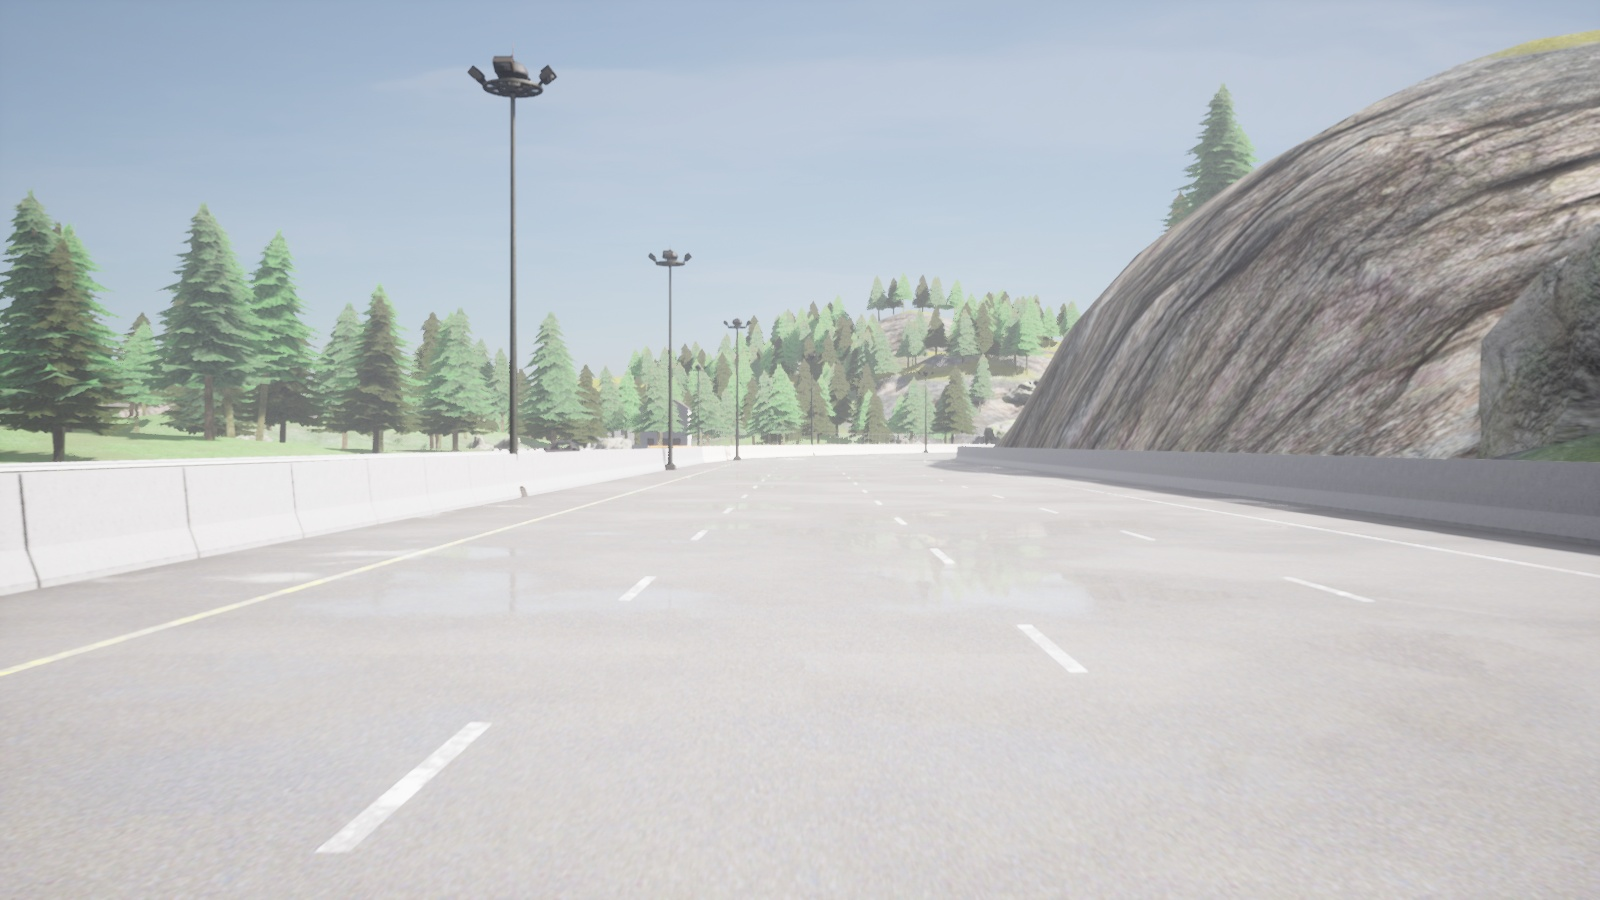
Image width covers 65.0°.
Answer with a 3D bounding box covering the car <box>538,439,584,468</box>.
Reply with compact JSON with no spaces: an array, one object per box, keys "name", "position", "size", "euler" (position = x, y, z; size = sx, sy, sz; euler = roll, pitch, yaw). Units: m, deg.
[{"name":"car","position":[-13.578,0.194,71.484],"size":[1.851,1.617,3.988],"euler":[0,0,0]}]
